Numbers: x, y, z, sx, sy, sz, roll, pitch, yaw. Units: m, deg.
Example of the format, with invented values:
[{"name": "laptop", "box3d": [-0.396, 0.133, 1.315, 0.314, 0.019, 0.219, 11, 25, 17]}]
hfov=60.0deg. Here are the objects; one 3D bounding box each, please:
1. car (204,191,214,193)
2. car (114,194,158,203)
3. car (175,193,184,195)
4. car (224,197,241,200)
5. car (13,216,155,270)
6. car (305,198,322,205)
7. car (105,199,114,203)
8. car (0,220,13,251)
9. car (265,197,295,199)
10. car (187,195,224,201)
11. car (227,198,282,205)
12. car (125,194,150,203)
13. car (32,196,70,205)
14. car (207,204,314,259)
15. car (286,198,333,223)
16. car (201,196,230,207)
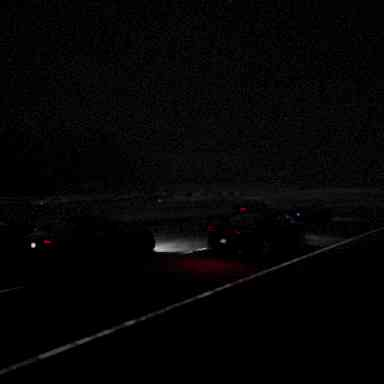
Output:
[{"name": "car", "box3d": [4.165, 0.490, 83.470, 2.128, 1.511, 4.902, 1, 2, 27]}, {"name": "car", "box3d": [-5.557, 1.201, 35.451, 2.097, 1.767, 4.553, 0, 0, 41]}, {"name": "car", "box3d": [-2.692, 0.915, 69.912, 1.895, 1.301, 4.718, 1, 1, 25]}, {"name": "car", "box3d": [6.367, 1.508, 49.357, 2.128, 1.511, 4.902, 0, -1, 41]}, {"name": "car", "box3d": [-3.202, 1.485, 10.981, 1.994, 1.385, 4.181, 0, 0, 41]}, {"name": "car", "box3d": [26.763, 2.042, 73.104, 1.882, 1.535, 5.008, 0, -1, 41]}, {"name": "car", "box3d": [-8.048, 1.376, 37.932, 2.033, 1.411, 5.357, 0, 0, 40]}, {"name": "car", "box3d": [-7.663, 1.395, 11.150, 2.128, 1.511, 4.902, 0, 0, 41]}, {"name": "car", "box3d": [14.092, 1.615, 52.955, 1.882, 1.535, 5.008, 0, -1, 41]}, {"name": "car", "box3d": [1.135, 1.391, 37.884, 1.882, 1.535, 5.008, 0, 0, 41]}, {"name": "car", "box3d": [4.992, 1.442, 25.947, 1.837, 1.490, 4.892, 0, 0, 41]}, {"name": "car", "box3d": [-9.110, 1.097, 56.290, 1.812, 1.442, 4.674, 1, 1, 25]}, {"name": "car", "box3d": [-16.801, 1.264, 39.845, 1.812, 1.442, 4.674, 1, 1, 27]}, {"name": "car", "box3d": [2.616, 1.421, 12.551, 1.882, 1.535, 5.008, 0, 0, 41]}, {"name": "car", "box3d": [9.148, 1.451, 25.421, 1.882, 1.535, 5.008, 0, 0, 41]}, {"name": "car", "box3d": [3.735, 1.470, 51.664, 1.882, 1.535, 5.008, 0, -1, 41]}]
